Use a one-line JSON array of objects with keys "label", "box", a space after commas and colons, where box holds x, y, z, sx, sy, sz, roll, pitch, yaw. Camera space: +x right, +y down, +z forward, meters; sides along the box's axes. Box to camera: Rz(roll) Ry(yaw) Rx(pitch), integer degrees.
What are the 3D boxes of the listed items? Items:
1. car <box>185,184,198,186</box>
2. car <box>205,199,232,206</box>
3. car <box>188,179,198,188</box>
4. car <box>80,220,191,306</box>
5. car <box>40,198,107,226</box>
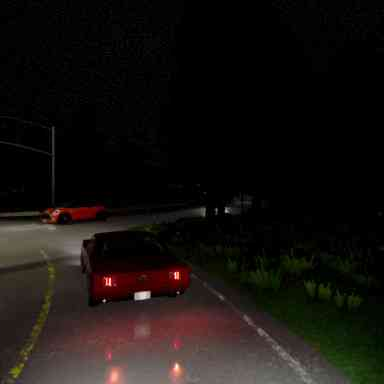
[{"label": "car", "box": [0.041, -0.919, 58.765, 1.812, 1.442, 4.674, 0, 4, -25]}, {"label": "car", "box": [3.178, 0.561, 38.476, 2.150, 2.045, 5.566, 0, 4, 18]}, {"label": "car", "box": [0.142, -1.820, 70.088, 2.128, 1.511, 4.902, 0, 5, -1]}, {"label": "car", "box": [-1.678, 1.601, 8.145, 1.895, 1.301, 4.718, 0, 0, -21]}, {"label": "car", "box": [-8.441, 1.355, 23.935, 2.097, 1.767, 4.553, 0, 0, 38]}]
